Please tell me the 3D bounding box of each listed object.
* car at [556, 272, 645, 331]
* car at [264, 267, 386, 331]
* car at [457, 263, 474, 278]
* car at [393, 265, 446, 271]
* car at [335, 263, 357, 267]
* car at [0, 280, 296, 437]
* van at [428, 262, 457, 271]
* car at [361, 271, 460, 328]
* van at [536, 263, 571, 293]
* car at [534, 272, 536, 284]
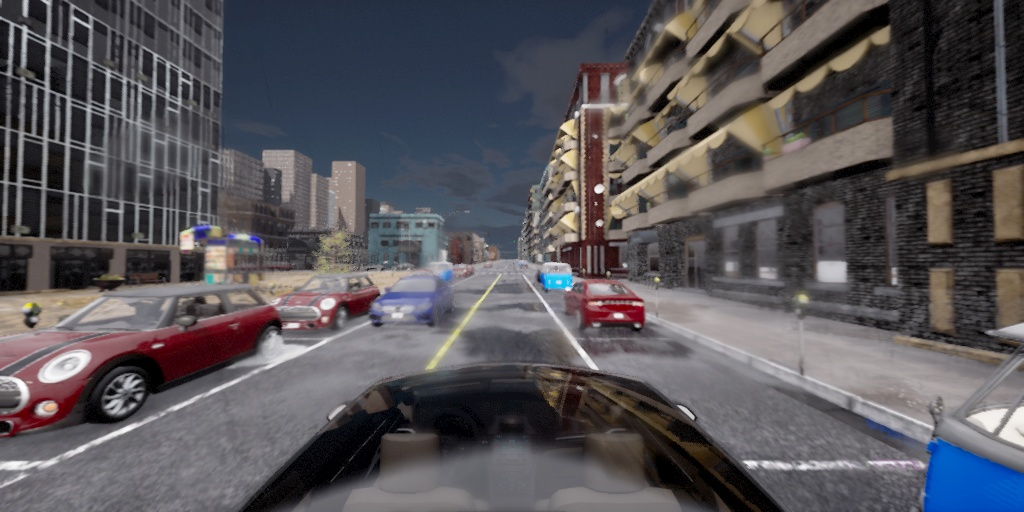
[{"bbox_3d":[2.690,1.399,11.303,1.888,1.381,4.507,0,0,0],"label":"car"},{"bbox_3d":[-5.658,1.293,11.269,1.967,1.591,4.097,0,0,0],"label":"car"},{"bbox_3d":[-5.664,1.584,39.496,1.967,1.591,4.097,0,0,0],"label":"car"},{"bbox_3d":[-5.660,1.517,22.559,1.888,1.381,4.507,0,0,0],"label":"car"},{"bbox_3d":[-26.385,1.805,56.896,4.097,1.591,1.967,0,0,1],"label":"car"},{"bbox_3d":[-5.663,1.232,5.622,1.967,1.591,4.097,0,0,0],"label":"car"},{"bbox_3d":[-5.662,1.371,28.205,1.690,1.789,3.998,0,0,0],"label":"van"},{"bbox_3d":[-3.102,1.387,12.040,1.812,1.442,4.674,0,-1,0],"label":"car"},{"bbox_3d":[2.688,1.314,22.594,1.690,1.789,3.998,0,0,0],"label":"van"},{"bbox_3d":[2.686,1.597,28.240,1.948,1.339,4.313,0,0,0],"label":"car"}]
